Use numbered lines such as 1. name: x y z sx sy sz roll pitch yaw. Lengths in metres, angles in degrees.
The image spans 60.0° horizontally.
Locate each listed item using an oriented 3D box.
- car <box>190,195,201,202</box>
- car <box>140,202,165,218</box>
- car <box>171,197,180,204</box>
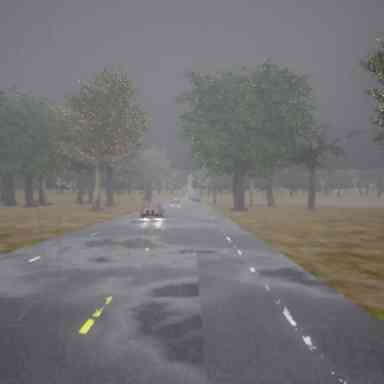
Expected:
1. car: 1.246 1.847 88.821 2.097 1.767 4.553 0 0 0
2. car: -3.587 1.633 30.667 1.994 1.385 4.181 0 0 0
3. car: -3.483 1.891 72.484 1.812 1.442 4.674 0 0 0
